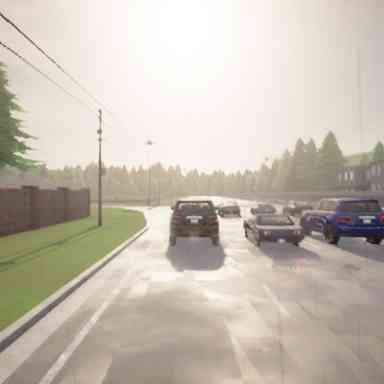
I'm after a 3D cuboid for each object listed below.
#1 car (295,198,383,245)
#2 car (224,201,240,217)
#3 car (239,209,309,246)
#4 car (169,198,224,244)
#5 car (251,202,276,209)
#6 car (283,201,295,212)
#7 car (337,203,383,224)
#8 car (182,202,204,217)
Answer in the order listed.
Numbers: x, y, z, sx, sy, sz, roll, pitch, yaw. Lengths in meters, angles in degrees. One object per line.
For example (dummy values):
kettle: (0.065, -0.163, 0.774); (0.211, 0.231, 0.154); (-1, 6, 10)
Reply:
car: (7.101, 1.294, 16.161); (2.150, 2.045, 5.566); (0, 0, 0)
car: (3.603, 1.636, 32.745); (2.128, 1.511, 4.902); (0, 0, 0)
car: (3.601, 1.671, 15.566); (1.895, 1.301, 4.718); (0, 0, 0)
car: (0.102, 1.295, 16.243); (2.150, 2.045, 5.566); (0, 0, 0)
car: (7.102, 1.712, 33.406); (1.994, 1.385, 4.181); (0, 0, 0)
car: (10.602, 1.677, 33.734); (1.812, 1.442, 4.674); (0, 0, 0)
car: (14.102, 1.670, 27.322); (2.033, 1.411, 5.357); (0, 0, 0)
car: (0.102, 1.711, 33.395); (1.994, 1.385, 4.181); (0, 0, 0)
